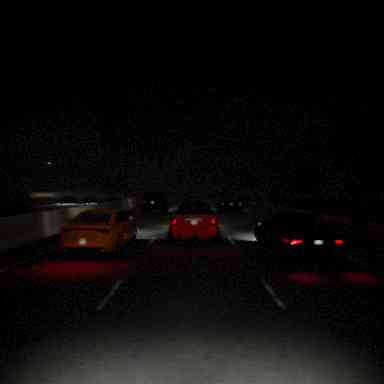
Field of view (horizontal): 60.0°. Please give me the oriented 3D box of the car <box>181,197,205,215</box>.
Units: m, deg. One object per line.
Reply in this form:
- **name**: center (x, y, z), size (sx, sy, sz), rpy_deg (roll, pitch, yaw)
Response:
- **car**: center (0.035, 1.265, 32.372), size (2.128, 1.511, 4.902), rpy_deg (0, 0, -1)

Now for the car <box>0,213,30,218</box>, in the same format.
- **car**: center (-10.621, 1.346, 18.882), size (1.882, 1.535, 5.008), rpy_deg (0, 0, 0)

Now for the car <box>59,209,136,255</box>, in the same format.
- **car**: center (-3.414, 1.387, 12.860), size (1.882, 1.535, 5.008), rpy_deg (0, 0, 0)

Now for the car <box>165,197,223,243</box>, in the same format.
- **car**: center (0.085, 1.242, 15.599), size (2.097, 1.767, 4.553), rpy_deg (0, 0, 0)

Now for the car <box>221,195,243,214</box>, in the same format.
- **car**: center (3.534, 1.127, 32.089), size (2.097, 1.767, 4.553), rpy_deg (0, 0, -1)

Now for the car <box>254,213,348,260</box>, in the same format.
- **car**: center (3.589, 1.463, 11.947), size (2.033, 1.411, 5.357), rpy_deg (0, 0, 0)

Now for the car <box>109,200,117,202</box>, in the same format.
- **car**: center (-13.194, 1.141, 55.230), size (1.812, 1.442, 4.674), rpy_deg (0, 0, -13)

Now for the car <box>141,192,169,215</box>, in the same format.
- **car**: center (-3.448, 1.001, 31.501), size (2.150, 2.045, 5.566), rpy_deg (0, 0, -1)
